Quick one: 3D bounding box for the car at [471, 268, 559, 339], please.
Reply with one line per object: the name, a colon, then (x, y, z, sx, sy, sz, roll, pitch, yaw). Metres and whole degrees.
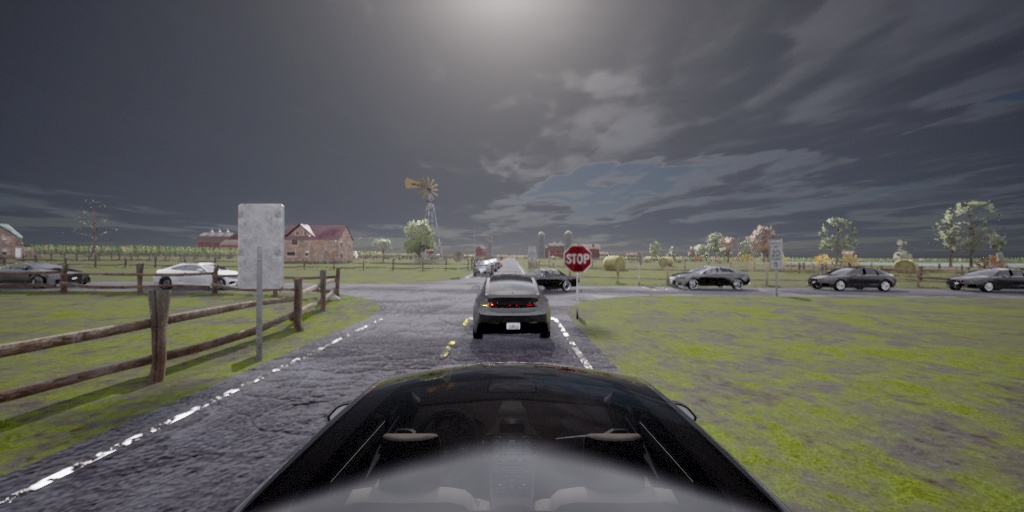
car: (-0.072, 1.253, 10.098, 1.837, 1.490, 4.892, 0, 0, -2)

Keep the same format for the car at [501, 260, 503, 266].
car: (-2.813, 1.219, 55.773, 2.128, 1.511, 4.902, 0, 0, 0)

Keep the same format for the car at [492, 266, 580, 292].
car: (1.502, 1.362, 20.144, 4.718, 1.301, 1.895, 1, 0, -35)

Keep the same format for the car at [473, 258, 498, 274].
car: (-2.854, 1.229, 36.785, 2.128, 1.511, 4.902, 0, 0, 0)

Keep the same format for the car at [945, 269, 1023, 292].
car: (31.706, 1.578, 23.660, 4.892, 1.490, 1.837, 1, -1, -1)

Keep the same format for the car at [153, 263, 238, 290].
car: (-17.241, 1.096, 20.057, 4.674, 1.442, 1.812, 1, -1, -1)

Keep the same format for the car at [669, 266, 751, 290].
car: (12.802, 1.388, 23.370, 4.902, 1.511, 2.128, 1, -1, -2)

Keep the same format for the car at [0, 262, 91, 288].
car: (-26.361, 1.041, 19.936, 4.181, 1.385, 1.994, 1, -1, -1)

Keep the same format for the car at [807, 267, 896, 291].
car: (22.203, 1.490, 23.540, 4.892, 1.490, 1.837, 1, -1, -1)

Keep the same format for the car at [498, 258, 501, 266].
car: (-2.845, 1.224, 46.231, 2.128, 1.511, 4.902, 0, 0, 0)
